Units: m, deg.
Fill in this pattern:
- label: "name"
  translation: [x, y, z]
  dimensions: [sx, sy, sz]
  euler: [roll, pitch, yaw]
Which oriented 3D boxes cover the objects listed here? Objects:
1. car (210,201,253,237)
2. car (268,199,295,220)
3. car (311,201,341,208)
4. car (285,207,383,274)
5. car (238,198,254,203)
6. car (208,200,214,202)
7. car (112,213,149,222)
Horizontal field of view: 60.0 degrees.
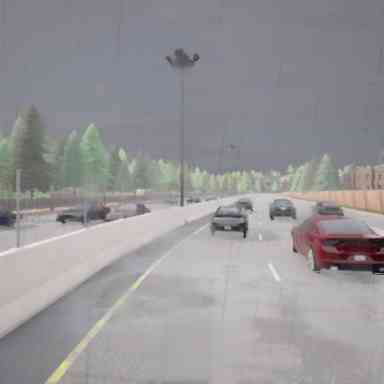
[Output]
- label: "car"
  translation: [2.124, 1.488, 18.178]
  dimensions: [2.128, 1.511, 4.902]
  euler: [0, 0, 10]
- label: "car"
  translation: [7.675, 1.364, 28.547]
  dimensions: [2.097, 1.767, 4.553]
  euler: [0, 0, 11]
- label: "car"
  translation: [10.973, 1.531, 27.202]
  dimensions: [1.837, 1.490, 4.892]
  euler: [0, 0, 11]
- label: "car"
  translation: [4.461, 1.488, 10.717]
  dimensions: [1.882, 1.535, 5.008]
  euler: [0, 0, 7]
- label: "car"
  translation: [6.113, 1.503, 38.721]
  dimensions: [1.837, 1.490, 4.892]
  euler: [0, 0, 11]
- label: "car"
  translation: [3.634, 1.528, 62.794]
  dimensions: [2.033, 1.411, 5.357]
  euler: [0, 0, 12]
- label: "car"
  translation: [-4.303, 1.492, 23.206]
  dimensions: [1.812, 1.442, 4.674]
  euler: [0, 0, 11]
